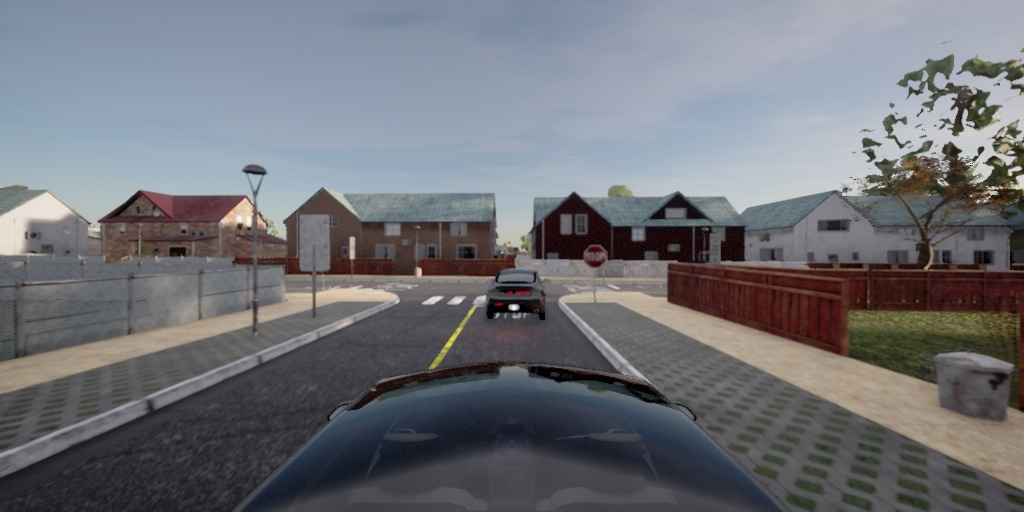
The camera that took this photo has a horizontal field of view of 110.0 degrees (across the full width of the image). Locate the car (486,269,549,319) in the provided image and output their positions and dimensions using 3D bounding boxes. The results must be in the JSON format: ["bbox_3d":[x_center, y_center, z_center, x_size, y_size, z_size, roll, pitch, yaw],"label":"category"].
[{"bbox_3d":[0.265,1.196,12.578,1.837,1.490,4.892,0,0,5],"label":"car"}]
